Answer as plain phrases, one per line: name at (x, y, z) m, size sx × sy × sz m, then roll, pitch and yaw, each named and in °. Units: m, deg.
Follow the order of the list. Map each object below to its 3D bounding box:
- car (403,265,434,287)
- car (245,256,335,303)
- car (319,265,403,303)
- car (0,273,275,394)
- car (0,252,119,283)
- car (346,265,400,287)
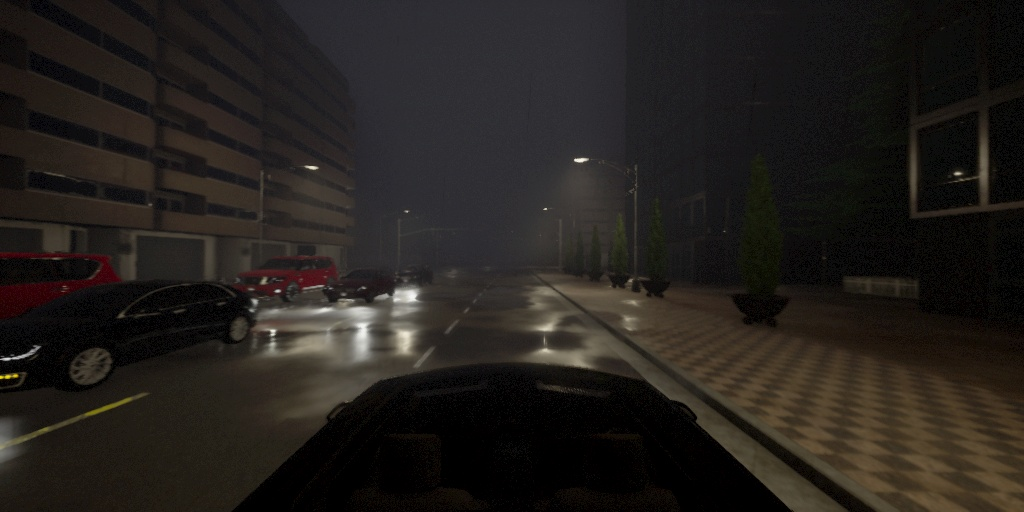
car at (-6.992, 1.389, 26.169) m, size 2.128 × 1.511 × 4.902 m, roll 1°, pitch 0°, yaw 1°
car at (-10.477, 1.004, 17.181) m, size 2.150 × 2.045 × 5.566 m, roll 1°, pitch -1°, yaw 0°
car at (-6.980, 1.350, 17.202) m, size 1.812 × 1.442 × 4.674 m, roll 1°, pitch -1°, yaw 0°
car at (-7.096, 1.231, 6.772) m, size 1.837 × 1.490 × 4.892 m, roll 1°, pitch 0°, yaw 0°
car at (-10.595, 0.914, 6.526) m, size 2.150 × 2.045 × 5.566 m, roll 1°, pitch -1°, yaw 0°
car at (-10.474, 1.425, 27.572) m, size 2.033 × 1.411 × 5.357 m, roll 1°, pitch 0°, yaw 0°
